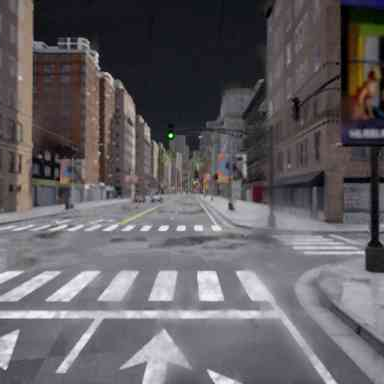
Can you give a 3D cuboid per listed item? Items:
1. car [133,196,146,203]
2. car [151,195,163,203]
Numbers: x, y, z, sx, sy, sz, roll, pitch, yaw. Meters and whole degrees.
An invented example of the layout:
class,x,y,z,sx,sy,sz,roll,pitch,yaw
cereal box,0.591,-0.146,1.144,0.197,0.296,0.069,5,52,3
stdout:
class,x,y,z,sx,sy,sz,roll,pitch,yaw
car,-9.758,1.346,61.984,1.994,1.385,4.181,0,0,0
car,-6.508,1.308,61.914,1.812,1.442,4.674,0,0,0
